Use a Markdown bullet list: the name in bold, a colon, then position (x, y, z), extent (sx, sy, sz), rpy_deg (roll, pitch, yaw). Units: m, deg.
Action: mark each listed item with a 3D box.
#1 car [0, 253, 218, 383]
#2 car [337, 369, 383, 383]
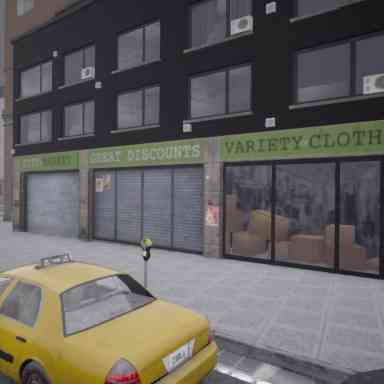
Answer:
- **car**: position (-2.003, 1.524, 4.510), extent (4.829, 1.417, 1.752), rpy_deg (0, 1, 35)
- **car**: position (2.689, 1.551, 1.177), extent (4.403, 1.369, 2.008), rpy_deg (0, 1, 35)
